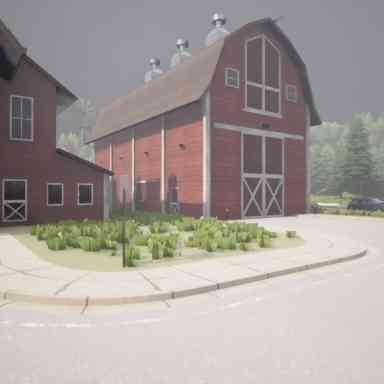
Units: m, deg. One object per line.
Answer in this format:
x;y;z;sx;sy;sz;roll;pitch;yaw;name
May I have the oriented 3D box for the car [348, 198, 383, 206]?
19.009;1.397;35.344;2.097;1.767;4.553;0;0;-34;car
